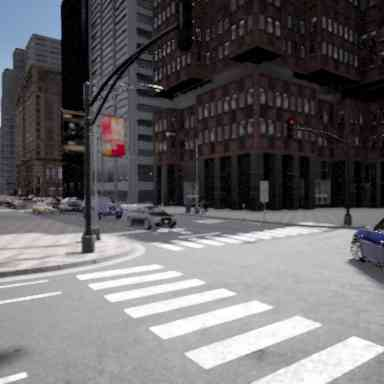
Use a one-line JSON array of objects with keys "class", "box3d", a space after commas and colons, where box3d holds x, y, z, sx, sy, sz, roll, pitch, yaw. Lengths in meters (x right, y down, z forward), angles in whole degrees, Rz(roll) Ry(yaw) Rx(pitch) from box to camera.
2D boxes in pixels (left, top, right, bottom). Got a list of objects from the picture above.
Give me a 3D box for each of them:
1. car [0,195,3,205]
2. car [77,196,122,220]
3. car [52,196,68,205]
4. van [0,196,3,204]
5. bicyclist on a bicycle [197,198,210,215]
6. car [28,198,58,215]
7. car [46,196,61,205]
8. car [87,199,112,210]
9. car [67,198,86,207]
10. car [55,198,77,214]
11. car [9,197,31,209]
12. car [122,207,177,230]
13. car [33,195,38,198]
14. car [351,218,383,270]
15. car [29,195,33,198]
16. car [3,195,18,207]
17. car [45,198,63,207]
[{"class": "car", "box3d": [-35.883, 1.686, 64.338, 2.192, 1.841, 5.009, -1, 0, -36]}, {"class": "car", "box3d": [-8.234, 1.393, 30.224, 2.150, 2.045, 5.566, -1, 0, -36]}, {"class": "car", "box3d": [-25.784, 1.707, 64.871, 1.967, 1.590, 4.097, -1, 0, -36]}, {"class": "van", "box3d": [-45.344, 1.786, 77.584, 1.690, 1.788, 3.998, -1, 0, -36]}, {"class": "bicyclist on a bicycle", "box3d": [1.108, 1.376, 32.166, 1.656, 1.620, 0.582, -1, 0, -36]}, {"class": "car", "box3d": [-16.856, 1.762, 37.711, 1.752, 1.417, 4.829, -1, 0, -36]}, {"class": "car", "box3d": [-28.938, 1.731, 69.285, 1.967, 1.590, 4.097, -1, 0, -36]}, {"class": "car", "box3d": [-13.168, 1.722, 47.214, 1.887, 1.381, 4.507, -1, 0, -36]}, {"class": "car", "box3d": [-19.575, 1.747, 56.181, 1.752, 1.417, 4.829, -1, 0, -36]}, {"class": "car", "box3d": [-13.790, 1.770, 38.018, 1.994, 1.385, 4.181, -1, 0, -35]}, {"class": "car", "box3d": [-26.417, 1.884, 51.095, 1.802, 1.307, 4.206, -1, 0, -36]}, {"class": "car", "box3d": [-2.777, 1.701, 22.598, 1.994, 1.385, 4.181, -1, 0, -36]}, {"class": "car", "box3d": [-35.243, 1.890, 78.114, 2.008, 1.369, 4.403, -1, 0, -36]}, {"class": "car", "box3d": [6.184, 1.401, 9.334, 2.097, 1.767, 4.553, 0, 0, 9]}, {"class": "car", "box3d": [-38.495, 1.890, 82.667, 1.752, 1.417, 4.829, -1, 0, -36]}, {"class": "car", "box3d": [-29.574, 1.639, 55.508, 2.192, 1.841, 5.009, -1, 0, -36]}, {"class": "car", "box3d": [-23.904, 1.767, 57.665, 1.837, 1.490, 4.892, -1, 0, -36]}]
